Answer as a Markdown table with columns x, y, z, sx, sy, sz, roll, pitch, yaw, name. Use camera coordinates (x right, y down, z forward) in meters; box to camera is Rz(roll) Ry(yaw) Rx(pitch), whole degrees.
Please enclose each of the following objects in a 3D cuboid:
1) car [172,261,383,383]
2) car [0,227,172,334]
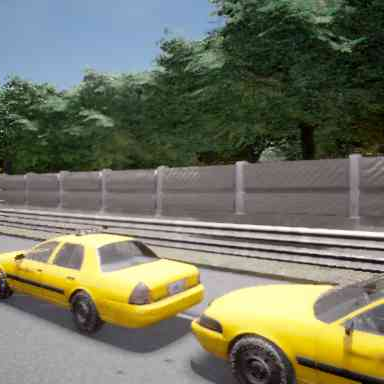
| x | y | z | sx | sy | sz | roll | pitch | yaw | name |
| --- | --- | --- | --- | --- | --- | --- | --- | --- | --- |
| 2.489 | 1.468 | 3.371 | 5.366 | 1.575 | 1.801 | -1 | -1 | 36 | car |
| -2.325 | 1.503 | 6.833 | 5.366 | 1.575 | 1.801 | 0 | 0 | 36 | car |
